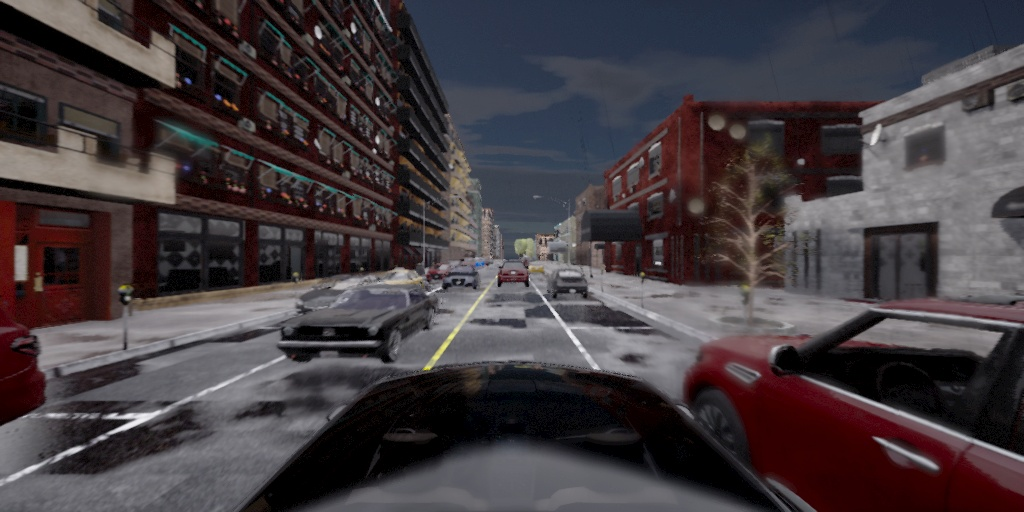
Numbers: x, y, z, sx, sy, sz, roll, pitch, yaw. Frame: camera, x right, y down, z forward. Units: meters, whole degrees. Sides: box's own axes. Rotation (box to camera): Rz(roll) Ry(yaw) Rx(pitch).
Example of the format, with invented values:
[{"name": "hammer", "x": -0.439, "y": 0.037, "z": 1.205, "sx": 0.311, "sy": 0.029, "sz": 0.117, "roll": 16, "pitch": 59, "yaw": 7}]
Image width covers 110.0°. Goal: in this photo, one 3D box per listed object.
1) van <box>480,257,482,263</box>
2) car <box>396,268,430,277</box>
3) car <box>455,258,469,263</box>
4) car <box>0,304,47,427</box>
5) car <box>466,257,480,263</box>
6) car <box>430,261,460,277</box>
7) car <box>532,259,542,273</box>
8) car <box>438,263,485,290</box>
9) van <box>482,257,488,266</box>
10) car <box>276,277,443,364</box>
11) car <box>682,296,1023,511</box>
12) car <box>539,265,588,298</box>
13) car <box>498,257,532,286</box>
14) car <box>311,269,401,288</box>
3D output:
[{"name": "van", "x": -5.688, "y": 1.142, "z": 51.341, "sx": 1.690, "sy": 1.789, "sz": 3.998, "roll": 0, "pitch": 0, "yaw": 0}, {"name": "car", "x": -5.690, "y": 1.286, "z": 17.935, "sx": 1.751, "sy": 1.417, "sz": 4.829, "roll": 0, "pitch": 0, "yaw": 0}, {"name": "car", "x": -5.689, "y": 1.217, "z": 34.722, "sx": 1.967, "sy": 1.591, "sz": 4.097, "roll": 0, "pitch": 0, "yaw": 0}, {"name": "car", "x": -5.691, "y": 1.065, "z": 1.488, "sx": 2.192, "sy": 1.841, "sz": 5.009, "roll": 0, "pitch": 0, "yaw": 0}, {"name": "car", "x": -5.688, "y": 1.107, "z": 45.801, "sx": 2.192, "sy": 1.841, "sz": 5.009, "roll": 0, "pitch": 0, "yaw": 0}, {"name": "car", "x": -5.689, "y": 1.316, "z": 29.184, "sx": 1.888, "sy": 1.381, "sz": 4.507, "roll": 0, "pitch": 0, "yaw": 0}, {"name": "car", "x": 2.692, "y": 1.310, "z": 40.432, "sx": 1.751, "sy": 1.417, "sz": 4.829, "roll": 0, "pitch": 0, "yaw": 0}, {"name": "car", "x": -3.066, "y": 1.328, "z": 22.567, "sx": 1.994, "sy": 1.385, "sz": 4.181, "roll": 0, "pitch": 0, "yaw": 0}, {"name": "van", "x": -5.687, "y": 1.163, "z": 62.418, "sx": 1.690, "sy": 1.789, "sz": 3.998, "roll": 0, "pitch": 0, "yaw": 0}, {"name": "car", "x": -3.067, "y": 1.354, "z": 8.236, "sx": 1.895, "sy": 1.301, "sz": 4.718, "roll": 0, "pitch": 0, "yaw": 0}, {"name": "car", "x": 2.690, "y": 1.065, "z": 1.488, "sx": 2.192, "sy": 1.841, "sz": 5.009, "roll": 0, "pitch": 0, "yaw": 0}, {"name": "car", "x": 2.691, "y": 1.311, "z": 18.105, "sx": 2.007, "sy": 1.370, "sz": 4.403, "roll": 0, "pitch": 0, "yaw": 0}, {"name": "car", "x": 0.090, "y": 1.118, "z": 25.431, "sx": 2.097, "sy": 1.767, "sz": 4.553, "roll": 0, "pitch": 0, "yaw": 0}, {"name": "car", "x": -5.690, "y": 1.307, "z": 12.566, "sx": 2.007, "sy": 1.370, "sz": 4.403, "roll": 0, "pitch": 0, "yaw": 0}]
